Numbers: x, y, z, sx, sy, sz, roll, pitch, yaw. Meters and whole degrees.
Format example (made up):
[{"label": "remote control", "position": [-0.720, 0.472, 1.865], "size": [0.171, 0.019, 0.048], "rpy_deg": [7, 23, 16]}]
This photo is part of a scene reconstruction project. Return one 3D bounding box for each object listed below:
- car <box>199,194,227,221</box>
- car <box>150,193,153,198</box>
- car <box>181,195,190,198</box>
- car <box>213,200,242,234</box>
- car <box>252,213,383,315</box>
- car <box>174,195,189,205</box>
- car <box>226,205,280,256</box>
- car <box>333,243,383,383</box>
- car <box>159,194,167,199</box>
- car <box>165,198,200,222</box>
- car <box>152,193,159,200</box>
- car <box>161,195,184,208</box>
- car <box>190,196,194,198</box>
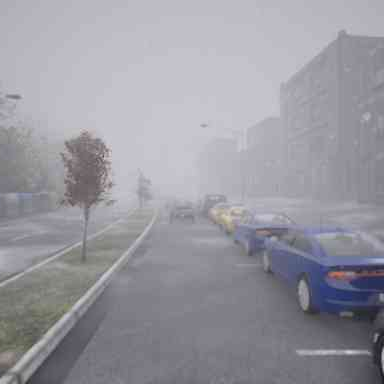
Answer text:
[{"label": "car", "position": [1.869, 1.219, 29.875], "size": [2.435, 2.045, 5.566], "rpy_deg": [0, 0, -5]}, {"label": "car", "position": [-9.325, 1.179, 89.829], "size": [2.002, 1.452, 4.674], "rpy_deg": [0, 0, -14]}, {"label": "car", "position": [-0.047, 1.402, 46.638], "size": [1.946, 1.575, 5.366], "rpy_deg": [0, 0, -8]}, {"label": "car", "position": [2.613, 1.485, 18.926], "size": [1.946, 1.575, 5.366], "rpy_deg": [0, 0, -2]}, {"label": "car", "position": [2.977, 1.486, 7.610], "size": [2.097, 1.535, 5.008], "rpy_deg": [0, 0, -1]}, {"label": "car", "position": [-1.832, 1.350, 57.510], "size": [1.946, 1.575, 5.366], "rpy_deg": [0, 0, -10]}, {"label": "car", "position": [2.846, 1.489, 13.177], "size": [2.097, 1.535, 5.008], "rpy_deg": [0, 0, -1]}, {"label": "car", "position": [3.054, 1.483, 2.049], "size": [2.231, 1.521, 4.892], "rpy_deg": [0, 0, 0]}, {"label": "car", "position": [-5.319, 1.259, 73.778], "size": [2.097, 1.535, 5.008], "rpy_deg": [0, 0, -13]}, {"label": "car", "position": [-0.861, 1.484, 26.169], "size": [2.128, 1.511, 4.902], "rpy_deg": [0, 0, -4]}, {"label": "car", "position": [-7.980, 1.182, 84.443], "size": [2.231, 1.521, 4.892], "rpy_deg": [0, 0, -14]}, {"label": "car", "position": [-2.596, 1.496, 42.918], "size": [1.994, 1.385, 4.181], "rpy_deg": [0, 0, -7]}, {"label": "car", "position": [1.363, 1.455, 35.400], "size": [2.231, 1.521, 4.892], "rpy_deg": [0, 0, -5]}]
